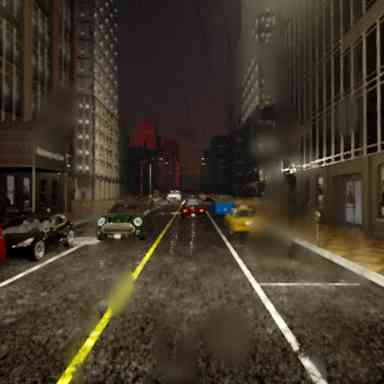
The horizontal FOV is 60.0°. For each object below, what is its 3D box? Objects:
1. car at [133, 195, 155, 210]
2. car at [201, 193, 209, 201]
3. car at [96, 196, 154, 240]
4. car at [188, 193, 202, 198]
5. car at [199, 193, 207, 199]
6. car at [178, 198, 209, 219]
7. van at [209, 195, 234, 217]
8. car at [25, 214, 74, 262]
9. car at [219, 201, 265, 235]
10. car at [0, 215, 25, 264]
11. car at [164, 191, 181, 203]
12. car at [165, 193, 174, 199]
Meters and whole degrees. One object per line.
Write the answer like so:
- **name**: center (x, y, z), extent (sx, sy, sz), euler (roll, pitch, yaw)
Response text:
- **car**: center (-5.655, 1.195, 39.821), extent (1.967, 1.590, 4.097), euler (1, 0, 0)
- **car**: center (2.683, 1.235, 56.683), extent (1.802, 1.307, 4.206), euler (1, 0, 0)
- **car**: center (-3.105, 1.252, 16.144), extent (2.097, 1.767, 4.553), euler (0, 0, 0)
- **car**: center (0.083, 1.255, 44.042), extent (1.812, 1.442, 4.674), euler (0, 0, 0)
- **car**: center (2.675, 1.017, 83.625), extent (1.752, 1.417, 4.829), euler (1, 0, 0)
- **car**: center (0.090, 1.433, 27.237), extent (1.895, 1.301, 4.718), euler (0, 0, 0)
- **van**: center (2.698, 1.164, 28.796), extent (1.690, 1.788, 3.998), euler (1, 0, 0)
- **car**: center (-5.648, 1.492, 11.945), extent (1.947, 1.339, 4.313), euler (1, 0, 0)
- **car**: center (2.698, 1.415, 17.812), extent (1.752, 1.417, 4.829), euler (1, 0, 0)
- **car**: center (-5.641, 1.275, 6.369), extent (2.192, 1.841, 5.009), euler (1, 0, 0)
- **car**: center (-3.073, 0.865, 58.183), extent (2.150, 2.045, 5.566), euler (0, 0, 1)
- **car**: center (-5.706, 1.037, 83.403), extent (1.887, 1.381, 4.507), euler (1, 0, 0)
